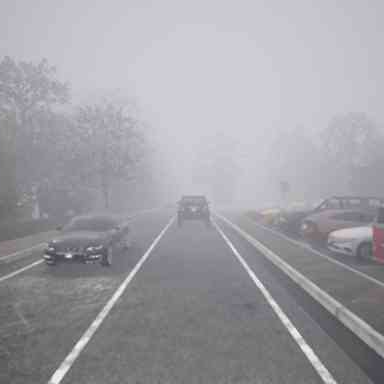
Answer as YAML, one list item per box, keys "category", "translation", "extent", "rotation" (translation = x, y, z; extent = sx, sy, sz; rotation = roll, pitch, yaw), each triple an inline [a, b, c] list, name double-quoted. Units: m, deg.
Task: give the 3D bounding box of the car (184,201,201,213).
- category: "car"
  translation: [0.107, 1.836, 40.838]
  extent: [1.994, 1.385, 4.181]
  rotation: [0, -1, 0]

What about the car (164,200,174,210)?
- category: "car"
  translation: [-3.314, 2.100, 53.244]
  extent: [1.837, 1.490, 4.892]
  rotation: [0, -2, 0]

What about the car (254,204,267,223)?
- category: "car"
  translation: [7.092, 1.482, 22.433]
  extent: [5.008, 1.535, 2.097]
  rotation: [0, 0, 0]

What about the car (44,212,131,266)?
- category: "car"
  translation: [-3.348, 1.489, 11.474]
  extent: [1.837, 1.490, 4.892]
  rotation: [0, 0, 0]

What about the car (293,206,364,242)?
- category: "car"
  translation: [7.109, 1.501, 14.108]
  extent: [4.792, 1.488, 2.163]
  rotation: [0, 0, 0]

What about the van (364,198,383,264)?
- category: "van"
  translation: [7.193, 1.246, 8.556]
  extent: [4.442, 1.987, 1.878]
  rotation: [0, 0, 0]

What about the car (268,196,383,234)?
- category: "car"
  translation: [7.054, 1.220, 16.884]
  extent: [5.566, 2.045, 2.435]
  rotation: [0, 0, 0]

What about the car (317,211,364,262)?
- category: "car"
  translation: [7.080, 1.512, 11.332]
  extent: [4.674, 1.452, 2.002]
  rotation: [0, 0, 0]

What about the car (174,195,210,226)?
- category: "car"
  translation: [0.107, 1.246, 23.608]
  extent: [2.150, 2.045, 5.566]
  rotation: [0, 0, 0]

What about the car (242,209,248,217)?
- category: "car"
  translation: [6.904, 1.518, 27.974]
  extent: [5.366, 1.575, 1.946]
  rotation: [0, 0, 0]

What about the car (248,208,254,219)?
- category: "car"
  translation: [7.093, 1.498, 25.205]
  extent: [4.892, 1.521, 2.231]
  rotation: [0, 0, 0]
